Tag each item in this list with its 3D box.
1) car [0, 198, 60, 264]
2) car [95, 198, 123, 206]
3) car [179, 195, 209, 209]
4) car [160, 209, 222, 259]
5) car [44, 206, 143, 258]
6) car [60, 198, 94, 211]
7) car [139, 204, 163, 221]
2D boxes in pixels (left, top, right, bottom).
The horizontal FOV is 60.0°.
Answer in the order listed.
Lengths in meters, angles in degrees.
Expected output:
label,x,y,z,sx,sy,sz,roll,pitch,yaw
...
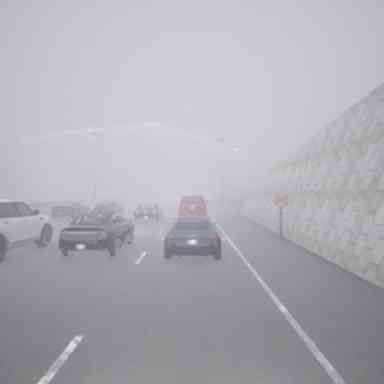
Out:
label,x,y,z,sx,sy,sz,roll,pitch,yaw
car,-6.965,1.230,11.743,2.150,2.045,5.566,0,0,1
car,-6.963,1.523,27.838,1.837,1.490,4.892,0,0,1
car,0.148,1.239,26.685,2.150,2.045,5.566,0,0,3
car,0.043,1.572,12.670,1.994,1.385,4.181,0,0,1
car,-3.457,1.500,12.814,2.128,1.511,4.902,0,0,0
car,-10.453,1.495,29.003,1.882,1.535,5.008,0,0,1
car,-3.469,1.617,27.212,1.895,1.301,4.718,0,0,1
